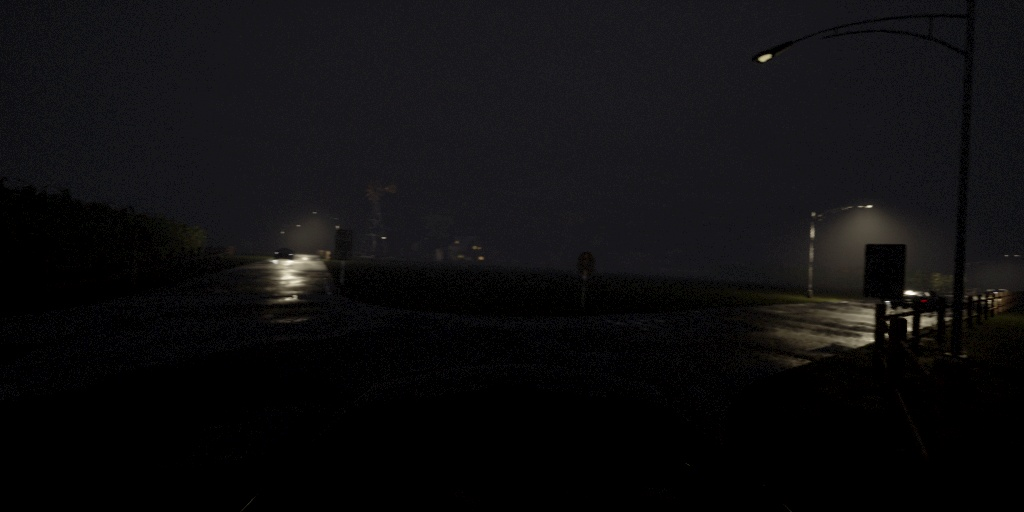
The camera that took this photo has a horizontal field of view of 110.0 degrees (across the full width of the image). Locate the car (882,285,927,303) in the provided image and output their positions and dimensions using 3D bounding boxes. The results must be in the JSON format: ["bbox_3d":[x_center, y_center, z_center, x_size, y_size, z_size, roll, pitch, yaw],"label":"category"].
[{"bbox_3d":[37.130,3.570,33.852,5.357,1.411,2.033,4,-1,-34],"label":"car"}]

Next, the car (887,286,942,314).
[{"bbox_3d":[26.465,2.886,23.436,5.357,1.411,2.033,3,-1,-34],"label":"car"}]

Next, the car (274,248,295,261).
[{"bbox_3d":[-30.747,-0.337,48.583,2.097,1.767,4.553,4,-1,-29],"label":"car"}]
